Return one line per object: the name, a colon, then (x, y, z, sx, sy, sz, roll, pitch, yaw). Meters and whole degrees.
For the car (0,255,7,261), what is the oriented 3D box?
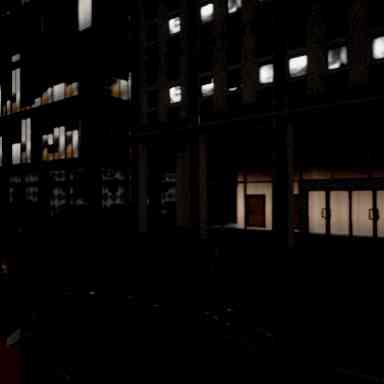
car: (-5.372, 1.527, 6.705, 4.097, 1.590, 1.967, -1, 0, 36)

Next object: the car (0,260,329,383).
car: (-0.773, 1.609, 3.425, 4.206, 1.307, 1.802, -1, 0, 36)
